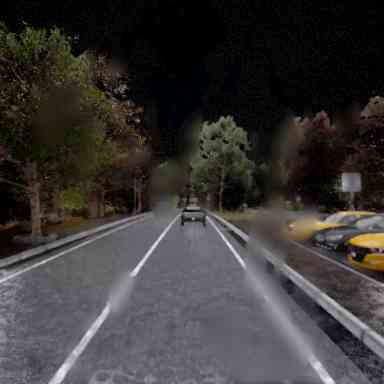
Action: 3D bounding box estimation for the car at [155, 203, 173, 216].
[{"bbox_3d":[-3.326,2.138,40.462,1.837,1.490,4.892,0,-1,0],"label":"car"}]

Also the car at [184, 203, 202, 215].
[{"bbox_3d":[0.114,2.227,43.464,2.128,1.511,4.902,0,-2,0],"label":"car"}]

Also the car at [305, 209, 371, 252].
[{"bbox_3d":[7.094,1.519,12.232,4.892,1.521,2.231,0,0,0],"label":"car"}]

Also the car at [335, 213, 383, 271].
[{"bbox_3d":[7.093,1.500,9.460,5.008,1.535,2.097,0,0,0],"label":"car"}]

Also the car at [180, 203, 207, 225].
[{"bbox_3d":[0.110,1.754,26.098,2.128,1.511,4.902,0,-1,0],"label":"car"}]

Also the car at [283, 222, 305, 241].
[{"bbox_3d":[6.906,1.540,15.001,5.366,1.575,1.946,0,0,0],"label":"car"}]
